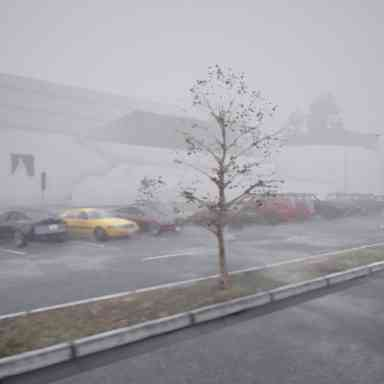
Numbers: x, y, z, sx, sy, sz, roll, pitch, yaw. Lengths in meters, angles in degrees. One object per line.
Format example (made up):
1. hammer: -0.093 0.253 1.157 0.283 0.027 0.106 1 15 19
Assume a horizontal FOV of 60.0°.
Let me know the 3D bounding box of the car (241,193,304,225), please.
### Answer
1. car: 4.572 1.157 23.575 5.566 2.045 2.435 -1 0 35

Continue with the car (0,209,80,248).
1. car: -7.582 1.524 14.918 4.792 1.488 2.163 -1 -1 35

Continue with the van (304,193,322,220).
1. van: 7.129 1.151 25.230 4.442 1.987 1.878 -1 -1 35

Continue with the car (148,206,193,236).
1. car: -2.666 1.501 18.352 4.792 1.488 2.163 -1 -1 35

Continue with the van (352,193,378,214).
1. van: 14.222 1.066 30.546 4.442 1.987 1.878 -1 0 35

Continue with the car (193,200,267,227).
1. car: 2.173 1.472 21.826 4.674 1.452 2.002 -1 0 35

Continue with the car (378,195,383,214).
1. car: 16.776 1.134 32.193 4.553 1.767 2.185 -1 0 35

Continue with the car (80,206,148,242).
1. car: -4.967 1.478 16.536 5.366 1.575 1.946 -1 -1 35

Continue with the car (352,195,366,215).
1. car: 11.897 1.320 28.747 4.892 1.521 2.231 -1 0 35

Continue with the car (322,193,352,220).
1. car: 9.486 1.097 27.011 5.566 2.045 2.435 -1 -1 35
